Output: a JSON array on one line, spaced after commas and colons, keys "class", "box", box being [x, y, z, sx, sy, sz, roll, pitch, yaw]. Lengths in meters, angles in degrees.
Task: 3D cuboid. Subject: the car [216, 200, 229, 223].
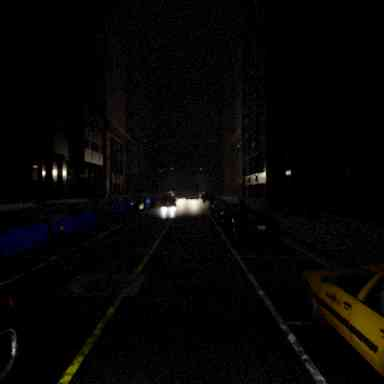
[{"class": "car", "box": [2.784, 1.399, 20.989, 1.947, 1.339, 4.313, 0, 0, 0]}]

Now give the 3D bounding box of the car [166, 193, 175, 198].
[{"class": "car", "box": [-5.677, 0.892, 88.409, 2.008, 1.369, 4.403, 0, 0, 0]}]

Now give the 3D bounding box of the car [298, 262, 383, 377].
[{"class": "car", "box": [2.769, 1.490, 4.303, 1.752, 1.417, 4.829, 0, 0, 0]}]

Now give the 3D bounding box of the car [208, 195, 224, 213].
[{"class": "car", "box": [2.795, 1.270, 32.396, 1.752, 1.417, 4.829, 0, 0, 0]}]

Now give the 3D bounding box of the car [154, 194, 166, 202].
[{"class": "car", "box": [-5.704, 1.064, 60.147, 1.752, 1.417, 4.829, 0, 0, 0]}]

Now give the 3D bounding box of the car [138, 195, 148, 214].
[{"class": "car", "box": [-5.730, 1.291, 32.226, 1.887, 1.381, 4.507, 0, 0, 0]}]

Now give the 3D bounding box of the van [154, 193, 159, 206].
[{"class": "van", "box": [-5.719, 1.002, 43.462, 1.690, 1.788, 3.998, 0, 0, 0]}]

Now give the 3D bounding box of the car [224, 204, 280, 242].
[{"class": "car", "box": [2.779, 1.443, 15.371, 1.947, 1.339, 4.313, 0, 0, 0]}]

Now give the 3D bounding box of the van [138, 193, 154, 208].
[{"class": "van", "box": [-5.724, 1.045, 37.843, 1.690, 1.788, 3.998, 0, 0, 0]}]

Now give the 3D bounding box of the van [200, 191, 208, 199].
[{"class": "van", "box": [2.837, 0.760, 77.174, 1.690, 1.788, 3.998, 0, 0, 0]}]

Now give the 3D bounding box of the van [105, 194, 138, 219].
[{"class": "van", "box": [-5.735, 1.131, 26.607, 1.690, 1.788, 3.998, 0, 0, 0]}]

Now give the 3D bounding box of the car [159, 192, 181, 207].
[{"class": "car", "box": [-3.043, 1.144, 44.621, 2.128, 1.511, 4.902, 0, 0, 0]}]

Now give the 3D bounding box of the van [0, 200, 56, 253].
[{"class": "van", "box": [-5.751, 1.262, 9.752, 1.690, 1.788, 3.998, 0, 0, 0]}]

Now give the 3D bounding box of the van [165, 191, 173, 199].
[{"class": "van", "box": [-5.682, 0.721, 82.789, 1.690, 1.788, 3.998, 0, 0, 0]}]

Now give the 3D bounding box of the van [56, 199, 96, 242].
[{"class": "van", "box": [-5.746, 1.218, 15.371, 1.690, 1.788, 3.998, 0, 0, 0]}]

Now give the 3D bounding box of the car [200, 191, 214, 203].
[{"class": "car", "box": [2.816, 0.893, 54.700, 2.192, 1.841, 5.009, 0, 0, 0]}]

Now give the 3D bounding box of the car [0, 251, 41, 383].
[{"class": "car", "box": [-3.097, 1.543, 2.449, 1.994, 1.385, 4.181, 0, 0, 0]}]

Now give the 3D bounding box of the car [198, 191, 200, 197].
[{"class": "car", "box": [2.832, 1.008, 71.557, 2.008, 1.369, 4.403, 0, 0, 0]}]

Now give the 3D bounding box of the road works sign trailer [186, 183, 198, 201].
[{"class": "road works sign trailer", "box": [0.063, -0.031, 64.919, 2.380, 3.560, 2.880, 0, 0, 0]}]

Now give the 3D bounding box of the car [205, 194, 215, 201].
[{"class": "car", "box": [2.800, 1.270, 37.845, 1.947, 1.339, 4.313, 0, 0, 0]}]
